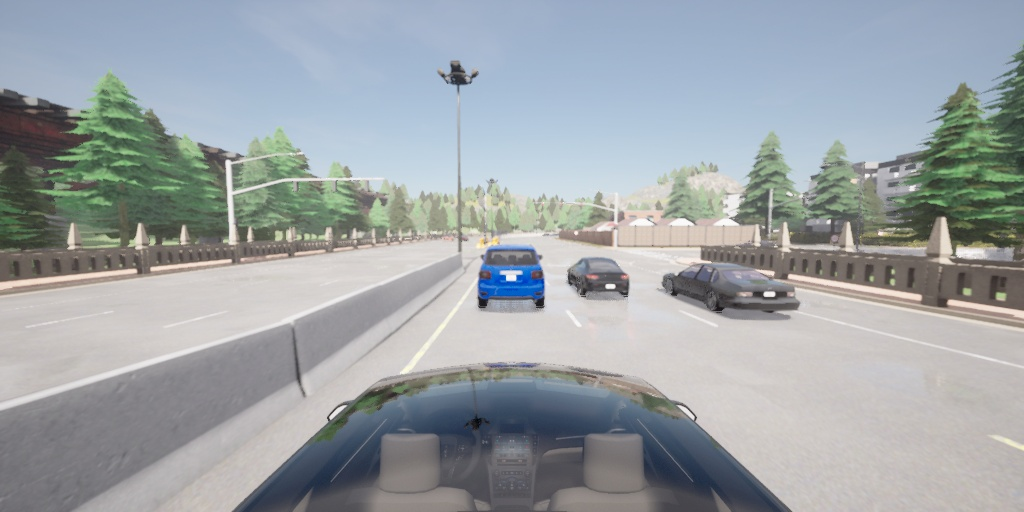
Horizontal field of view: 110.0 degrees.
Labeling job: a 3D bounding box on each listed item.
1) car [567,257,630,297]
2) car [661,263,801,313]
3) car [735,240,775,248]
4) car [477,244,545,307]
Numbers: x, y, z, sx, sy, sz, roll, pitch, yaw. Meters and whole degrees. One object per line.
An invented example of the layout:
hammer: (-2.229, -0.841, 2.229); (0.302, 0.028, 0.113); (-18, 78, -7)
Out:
car: (3.494, 0.742, 14.959); (1.812, 1.442, 4.674); (0, 4, 0)
car: (6.980, 0.937, 12.206); (2.033, 1.411, 5.357); (0, 3, 0)
car: (29.809, -1.271, 44.117); (4.181, 1.385, 1.994); (0, 4, 2)
car: (-0.016, 0.552, 13.201); (2.150, 2.045, 5.566); (0, 4, 0)
